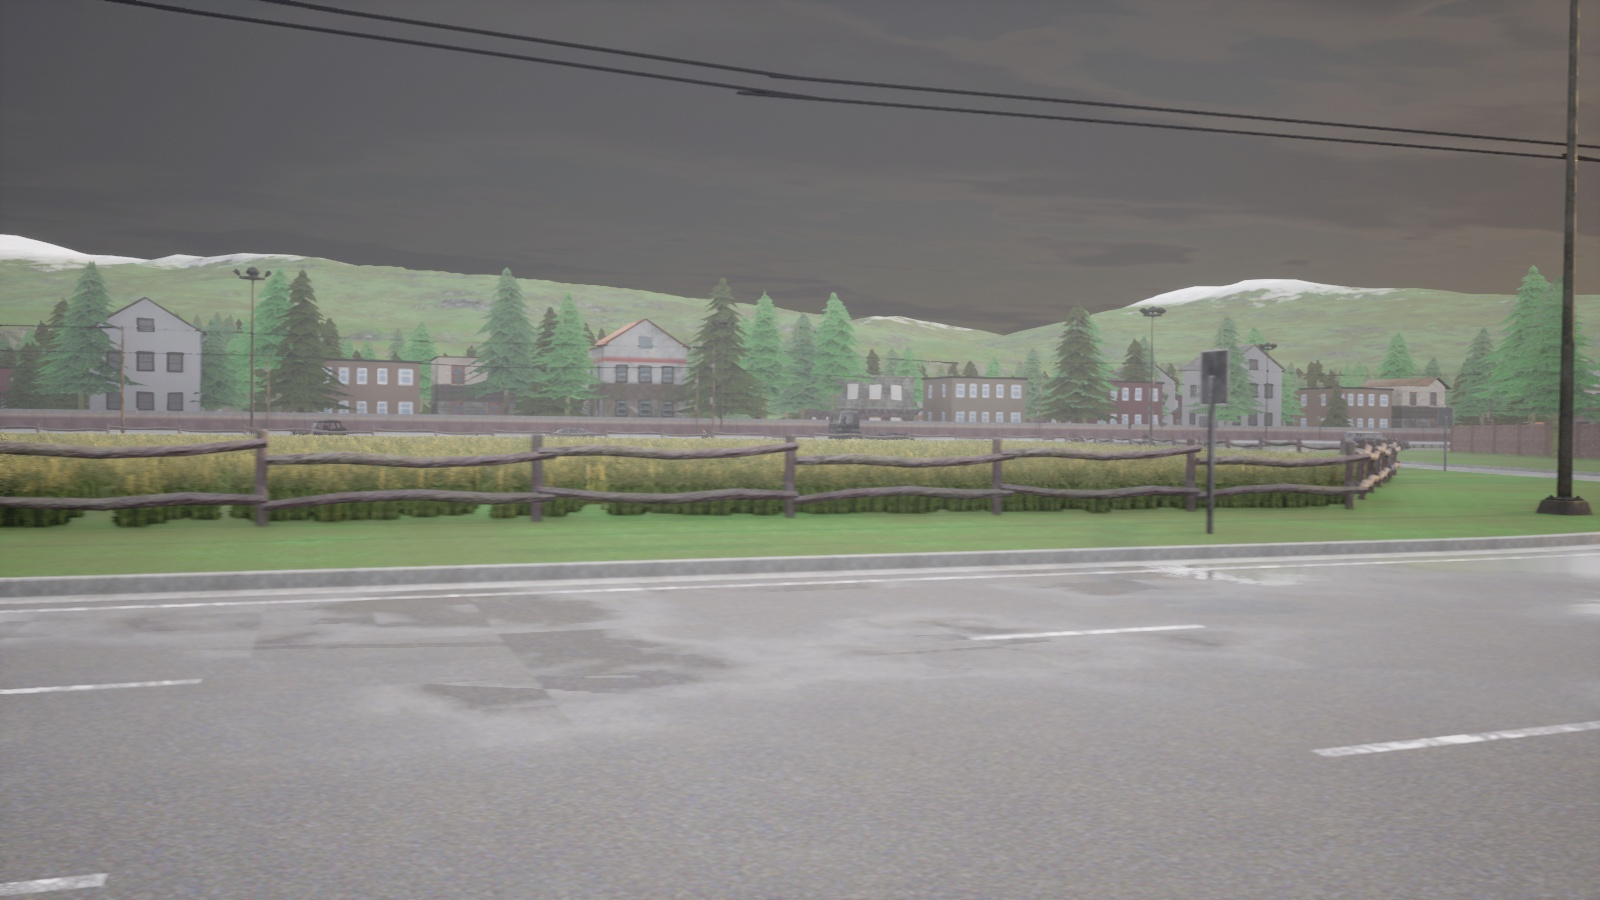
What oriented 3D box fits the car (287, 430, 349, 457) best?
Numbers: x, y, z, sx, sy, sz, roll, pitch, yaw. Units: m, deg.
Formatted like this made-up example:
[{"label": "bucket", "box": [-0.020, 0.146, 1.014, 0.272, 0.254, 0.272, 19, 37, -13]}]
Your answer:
[{"label": "car", "box": [-34.931, -0.509, 91.002, 3.866, 1.878, 1.905, -1, 1, -35]}]
